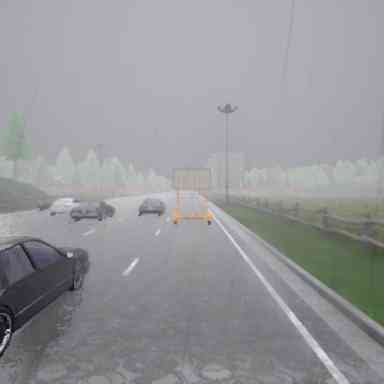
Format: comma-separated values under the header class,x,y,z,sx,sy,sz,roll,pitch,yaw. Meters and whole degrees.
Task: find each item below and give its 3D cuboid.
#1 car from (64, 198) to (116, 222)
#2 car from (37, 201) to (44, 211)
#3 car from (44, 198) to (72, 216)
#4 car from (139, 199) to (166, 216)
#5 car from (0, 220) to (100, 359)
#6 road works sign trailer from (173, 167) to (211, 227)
class,x,y,z,sx,sy,sz,roll,pitch,yaw
car,-6.883,1.303,23.672,2.033,1.411,5.357,0,1,0
car,-13.876,1.251,34.009,1.895,1.301,4.718,0,1,0
car,-10.379,1.236,28.055,1.812,1.442,4.674,0,1,0
car,-3.380,1.267,28.842,1.994,1.385,4.181,0,1,0
car,-3.394,1.488,5.672,2.033,1.411,5.357,0,1,0
road works sign trailer,0.015,0.248,20.991,2.380,3.560,2.880,0,1,0
